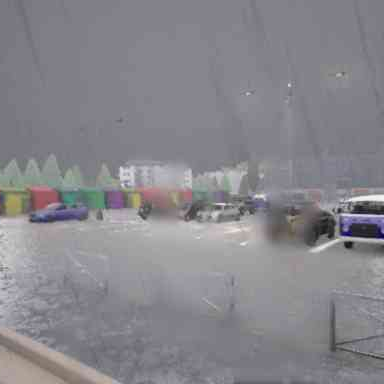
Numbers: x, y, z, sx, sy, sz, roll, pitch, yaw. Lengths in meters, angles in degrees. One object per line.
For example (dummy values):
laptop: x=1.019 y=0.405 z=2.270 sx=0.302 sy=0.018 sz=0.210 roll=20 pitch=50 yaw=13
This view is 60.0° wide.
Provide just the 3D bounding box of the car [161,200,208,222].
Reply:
car: x=-0.301 y=1.622 z=26.943 sx=1.784 sy=1.438 sz=3.905 roll=-1 pitch=-1 yaw=37

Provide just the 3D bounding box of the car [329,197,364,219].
car: x=15.711 y=1.569 z=33.776 sx=1.970 sy=1.475 sz=3.806 roll=-1 pitch=-1 yaw=37

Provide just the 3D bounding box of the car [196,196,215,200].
car: x=2.169 y=1.517 z=43.886 sx=1.932 sy=1.855 sz=4.605 roll=-1 pitch=-1 yaw=37

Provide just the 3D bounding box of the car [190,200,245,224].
car: x=2.009 y=1.621 z=25.198 sx=1.970 sy=1.475 sz=3.806 roll=-1 pitch=-1 yaw=37

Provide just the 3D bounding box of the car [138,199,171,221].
car: x=-2.475 y=1.442 z=28.521 sx=1.932 sy=1.855 sz=4.605 roll=-1 pitch=-1 yaw=37

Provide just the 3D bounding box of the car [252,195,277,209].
car: x=12.709 y=1.535 z=57.882 sx=1.905 sy=1.878 sz=3.866 roll=-1 pitch=-1 yaw=37

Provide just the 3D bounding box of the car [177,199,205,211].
car: x=-0.102 y=1.761 z=45.681 sx=1.784 sy=1.438 sz=3.905 roll=-1 pitch=-1 yaw=37

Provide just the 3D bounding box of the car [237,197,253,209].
car: x=10.407 y=1.807 z=59.633 sx=1.970 sy=1.475 sz=3.806 roll=-1 pitch=-1 yaw=37
